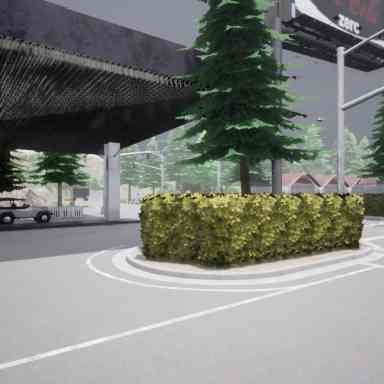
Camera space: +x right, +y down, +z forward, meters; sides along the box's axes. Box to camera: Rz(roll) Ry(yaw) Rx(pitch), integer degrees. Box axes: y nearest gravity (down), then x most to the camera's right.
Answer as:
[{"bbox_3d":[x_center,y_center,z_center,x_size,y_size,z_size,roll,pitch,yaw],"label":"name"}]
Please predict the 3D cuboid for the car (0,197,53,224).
[{"bbox_3d":[-11.996,1.313,23.467,3.866,1.878,1.905,0,0,-36],"label":"car"}]
